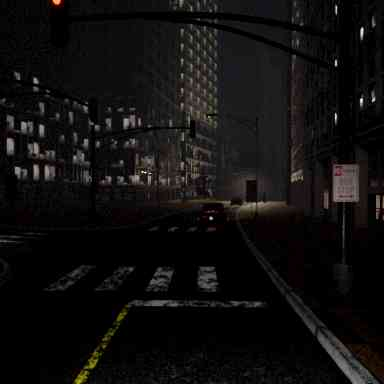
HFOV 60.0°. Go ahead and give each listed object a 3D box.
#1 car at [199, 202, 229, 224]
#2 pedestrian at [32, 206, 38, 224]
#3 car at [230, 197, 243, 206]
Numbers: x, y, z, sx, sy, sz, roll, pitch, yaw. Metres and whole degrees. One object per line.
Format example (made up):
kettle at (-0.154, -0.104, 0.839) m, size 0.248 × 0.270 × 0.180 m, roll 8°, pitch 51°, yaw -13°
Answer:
car at (1.637, 1.533, 25.035) m, size 1.837 × 1.490 × 4.892 m, roll 1°, pitch 0°, yaw 8°
pedestrian at (-9.371, 1.345, 19.865) m, size 0.500 × 1.100 × 0.500 m, roll 0°, pitch 0°, yaw 17°
car at (7.871, 1.693, 58.327) m, size 1.837 × 1.490 × 4.892 m, roll 0°, pitch 0°, yaw 14°
